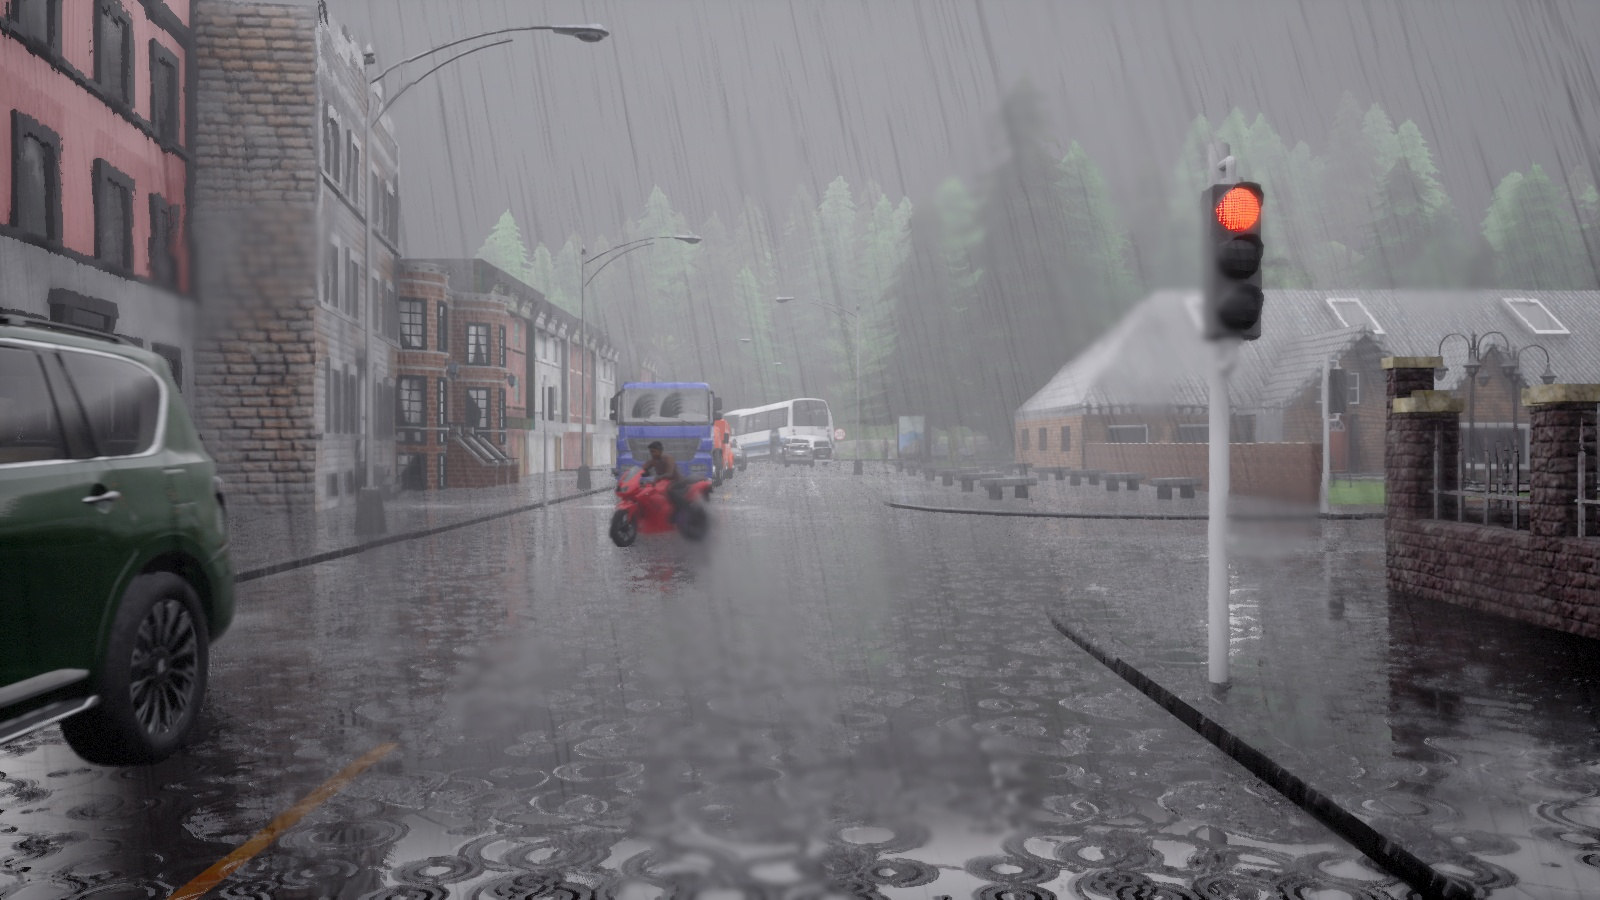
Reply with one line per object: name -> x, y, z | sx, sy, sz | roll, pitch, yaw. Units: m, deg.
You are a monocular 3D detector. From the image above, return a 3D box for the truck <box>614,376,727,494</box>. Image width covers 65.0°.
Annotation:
truck -> -4.047, -0.470, 41.022 | 2.891, 3.462, 7.936 | 0, 0, 0

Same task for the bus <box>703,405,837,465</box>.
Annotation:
bus -> -2.288, -1.146, 99.085 | 10.273, 4.253, 3.944 | -1, -3, -41

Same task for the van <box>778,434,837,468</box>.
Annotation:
van -> 0.457, 0.026, 84.241 | 2.069, 2.038, 4.480 | 0, 3, -28

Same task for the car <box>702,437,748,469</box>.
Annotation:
car -> -4.042, 0.136, 68.438 | 2.152, 1.651, 5.027 | 0, 0, 0

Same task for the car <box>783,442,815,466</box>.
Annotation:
car -> -0.034, 0.264, 79.399 | 1.970, 1.475, 3.806 | 0, 0, 0

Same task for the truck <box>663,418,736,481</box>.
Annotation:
truck -> -4.061, -0.035, 51.564 | 2.627, 2.467, 5.204 | 0, 0, 0

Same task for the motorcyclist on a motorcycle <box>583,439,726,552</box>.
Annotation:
motorcyclist on a motorcycle -> -2.083, 0.624, 18.211 | 0.797, 1.523, 2.044 | 3, 2, 40

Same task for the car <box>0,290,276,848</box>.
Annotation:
car -> -4.007, 0.438, 4.287 | 2.150, 2.045, 5.566 | 0, 0, -1

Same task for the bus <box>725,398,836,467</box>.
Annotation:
bus -> -1.572, -1.172, 91.558 | 3.944, 4.253, 10.273 | 0, -3, -26
